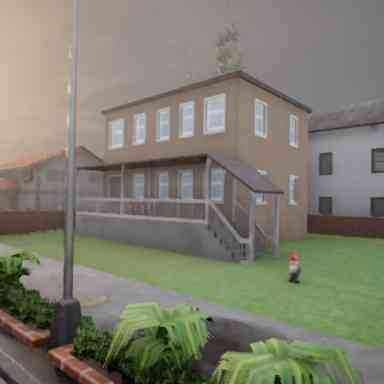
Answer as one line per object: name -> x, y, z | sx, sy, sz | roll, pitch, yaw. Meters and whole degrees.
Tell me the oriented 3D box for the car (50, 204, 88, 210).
car -> -8.765, 1.621, 25.014 | 1.845, 1.501, 3.633 | 0, -2, 42
